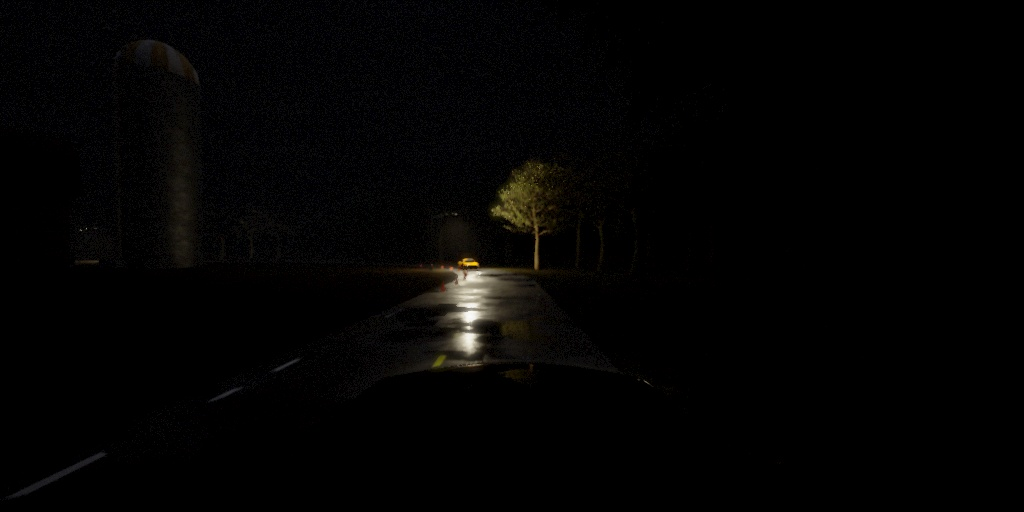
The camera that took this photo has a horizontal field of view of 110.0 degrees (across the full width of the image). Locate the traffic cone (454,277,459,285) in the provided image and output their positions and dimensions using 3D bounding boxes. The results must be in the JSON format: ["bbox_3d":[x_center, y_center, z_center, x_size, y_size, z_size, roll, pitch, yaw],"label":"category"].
[{"bbox_3d":[-3.852,1.699,25.066,0.340,0.580,0.340,0,0,0],"label":"traffic cone"}]

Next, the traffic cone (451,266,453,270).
[{"bbox_3d":[-8.160,1.609,48.492,0.340,0.580,0.340,0,0,-23],"label":"traffic cone"}]

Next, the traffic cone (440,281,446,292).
[{"bbox_3d":[-3.852,1.701,20.066,0.340,0.580,0.340,0,0,0],"label":"traffic cone"}]

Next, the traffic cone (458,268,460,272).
[{"bbox_3d":[-6.487,1.645,44.015,0.340,0.580,0.340,0,0,-18],"label":"traffic cone"}]

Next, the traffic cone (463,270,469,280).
[{"bbox_3d":[-3.915,1.698,29.947,0.340,0.580,0.340,0,0,-3],"label":"traffic cone"}]

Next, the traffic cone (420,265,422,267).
[{"bbox_3d":[-15.443,1.496,60.801,0.340,0.580,0.340,0,0,-38],"label":"traffic cone"}]

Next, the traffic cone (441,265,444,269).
[{"bbox_3d":[-10.221,1.568,52.805,0.340,0.580,0.340,0,0,-28],"label":"traffic cone"}]

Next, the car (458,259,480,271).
[{"bbox_3d":[-5.685,1.139,47.054,1.882,1.535,5.008,0,0,-21],"label":"car"}]
